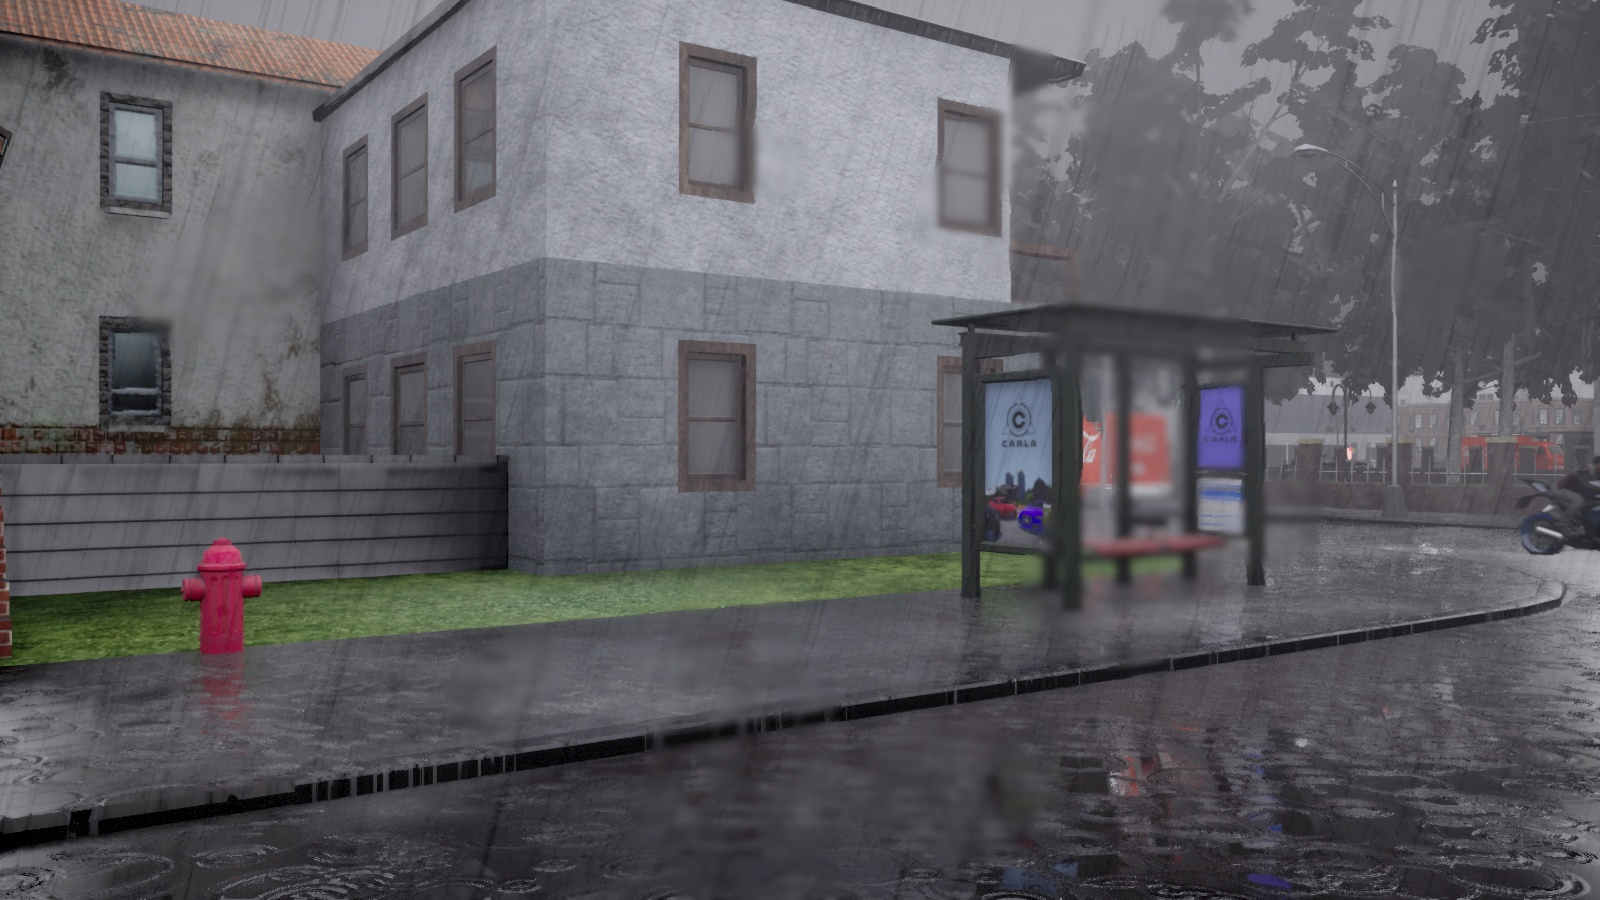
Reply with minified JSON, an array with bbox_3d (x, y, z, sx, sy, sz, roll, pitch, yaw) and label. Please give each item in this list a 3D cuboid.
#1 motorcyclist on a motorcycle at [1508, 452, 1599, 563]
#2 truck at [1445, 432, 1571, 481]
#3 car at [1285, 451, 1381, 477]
[{"bbox_3d":[11.422,0.799,17.889,0.866,1.530,2.191,-1,0,-27],"label":"motorcyclist on a motorcycle"},{"bbox_3d":[37.575,0.342,66.726,2.627,2.467,5.204,0,0,-35],"label":"truck"},{"bbox_3d":[31.746,0.817,74.946,2.128,1.511,4.902,0,0,-36],"label":"car"}]
